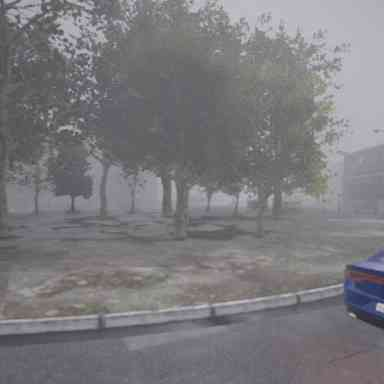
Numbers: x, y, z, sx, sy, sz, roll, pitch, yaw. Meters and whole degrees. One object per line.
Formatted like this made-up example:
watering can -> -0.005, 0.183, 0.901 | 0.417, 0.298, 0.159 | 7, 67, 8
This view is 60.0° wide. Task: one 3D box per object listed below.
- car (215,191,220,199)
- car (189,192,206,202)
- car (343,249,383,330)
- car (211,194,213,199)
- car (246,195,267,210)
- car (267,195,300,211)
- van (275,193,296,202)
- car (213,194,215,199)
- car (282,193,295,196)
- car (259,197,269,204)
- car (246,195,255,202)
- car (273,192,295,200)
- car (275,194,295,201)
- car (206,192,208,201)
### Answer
car -> 3.832, 1.018, 89.580 | 5.566, 2.045, 2.435 | 0, 1, 13
car -> 0.077, 1.287, 73.462 | 4.553, 1.767, 2.185 | 0, 0, 13
car -> 4.877, 1.506, 5.932 | 5.008, 1.535, 1.882 | 0, 0, -30
car -> 1.983, 1.226, 81.515 | 4.553, 1.767, 2.185 | 0, 1, 13
car -> 8.684, 1.566, 44.451 | 1.882, 1.535, 5.008 | 0, 0, -1
car -> 11.733, 1.581, 42.673 | 1.882, 1.535, 5.008 | 0, 0, -5
van -> 21.048, 1.230, 75.180 | 4.442, 1.987, 1.878 | 0, 1, 13
car -> 2.583, 1.328, 84.213 | 4.892, 1.521, 2.231 | 0, 1, 13
car -> 19.204, 1.535, 67.044 | 4.792, 1.488, 2.163 | 0, 0, 13
car -> 14.596, 1.613, 67.249 | 1.895, 1.301, 4.718 | 0, 0, 13
car -> 13.321, 1.482, 75.500 | 1.812, 1.442, 4.674 | 0, 1, 13
car -> 24.372, 1.059, 88.544 | 5.566, 2.045, 2.435 | 0, 1, 13
car -> 22.447, 1.276, 80.435 | 4.553, 1.767, 2.185 | 0, 1, 13
car -> 0.678, 1.395, 76.159 | 5.008, 1.535, 2.097 | 0, 0, 13
